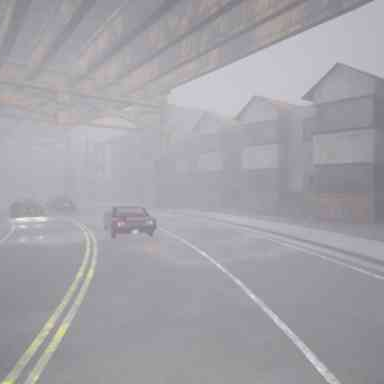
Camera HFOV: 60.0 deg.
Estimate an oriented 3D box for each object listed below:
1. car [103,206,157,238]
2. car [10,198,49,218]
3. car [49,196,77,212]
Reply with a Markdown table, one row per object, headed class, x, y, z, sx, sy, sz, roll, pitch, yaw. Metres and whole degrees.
| class | x | y | z | sx | sy | sz | roll | pitch | yaw |
| --- | --- | --- | --- | --- | --- | --- | --- | --- | --- |
| car | -3.139 | 1.320 | 15.910 | 1.895 | 1.301 | 4.718 | -1 | 1 | -20 |
| car | -13.036 | 1.189 | 26.207 | 1.994 | 1.385 | 4.181 | -1 | 1 | -36 |
| car | -12.443 | 1.085 | 31.433 | 1.994 | 1.385 | 4.181 | -1 | 1 | -37 |
